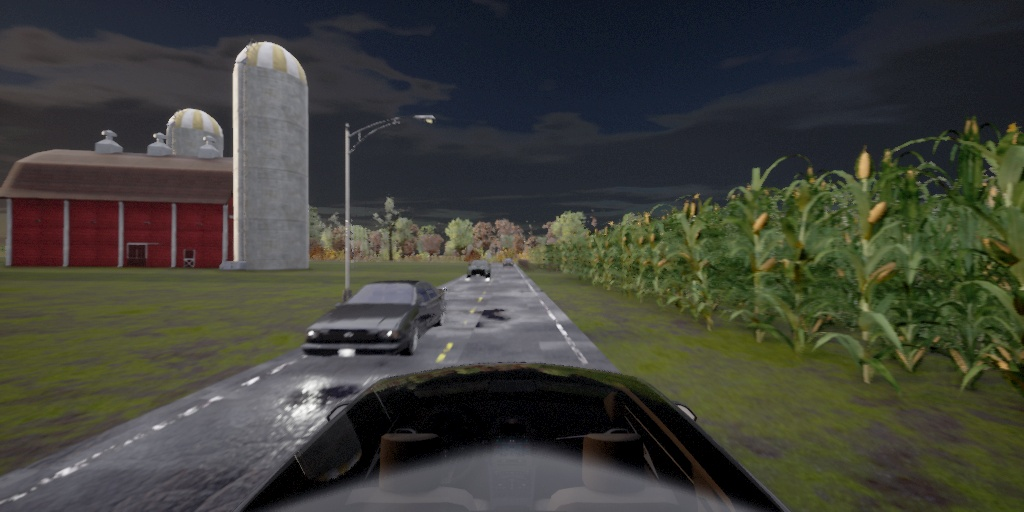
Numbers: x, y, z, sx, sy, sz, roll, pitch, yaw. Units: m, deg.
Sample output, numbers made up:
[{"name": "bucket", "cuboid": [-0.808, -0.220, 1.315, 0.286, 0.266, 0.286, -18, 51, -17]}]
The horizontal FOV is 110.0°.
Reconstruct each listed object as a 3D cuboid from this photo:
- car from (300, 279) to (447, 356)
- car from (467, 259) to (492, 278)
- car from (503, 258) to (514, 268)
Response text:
[{"name": "car", "cuboid": [-2.873, 1.300, 8.901, 2.033, 1.411, 5.357, 0, 0, 0]}, {"name": "car", "cuboid": [-3.056, 1.109, 34.269, 2.097, 1.767, 4.553, 0, 0, -1]}, {"name": "car", "cuboid": [-0.657, 1.362, 63.012, 1.895, 1.301, 4.718, 0, 0, -1]}]
